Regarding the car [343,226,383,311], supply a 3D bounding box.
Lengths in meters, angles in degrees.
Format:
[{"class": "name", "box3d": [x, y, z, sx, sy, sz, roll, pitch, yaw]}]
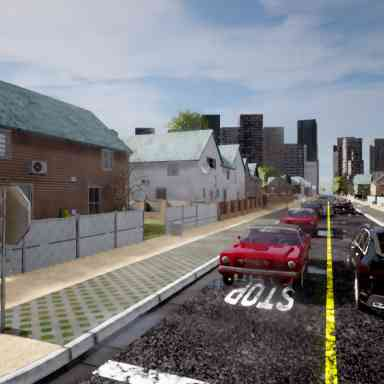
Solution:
[{"class": "car", "box3d": [4.534, 1.507, 7.352, 1.837, 1.490, 4.892, 0, 0, 22]}]

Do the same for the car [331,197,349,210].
[{"class": "car", "box3d": [19.797, 1.508, 44.597, 2.128, 1.511, 4.902, 0, 0, 22]}]

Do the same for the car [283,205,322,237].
[{"class": "car", "box3d": [6.058, 1.609, 18.582, 1.895, 1.301, 4.718, 0, 0, 22]}]

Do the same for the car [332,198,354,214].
[{"class": "car", "box3d": [15.905, 1.504, 34.987, 2.128, 1.511, 4.902, 0, 0, 23]}]

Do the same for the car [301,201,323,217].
[{"class": "car", "box3d": [11.162, 1.577, 30.989, 1.994, 1.385, 4.181, 0, 0, 23]}]

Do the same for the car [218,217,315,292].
[{"class": "car", "box3d": [2.231, 1.607, 9.243, 1.895, 1.301, 4.718, 0, 0, 22]}]
